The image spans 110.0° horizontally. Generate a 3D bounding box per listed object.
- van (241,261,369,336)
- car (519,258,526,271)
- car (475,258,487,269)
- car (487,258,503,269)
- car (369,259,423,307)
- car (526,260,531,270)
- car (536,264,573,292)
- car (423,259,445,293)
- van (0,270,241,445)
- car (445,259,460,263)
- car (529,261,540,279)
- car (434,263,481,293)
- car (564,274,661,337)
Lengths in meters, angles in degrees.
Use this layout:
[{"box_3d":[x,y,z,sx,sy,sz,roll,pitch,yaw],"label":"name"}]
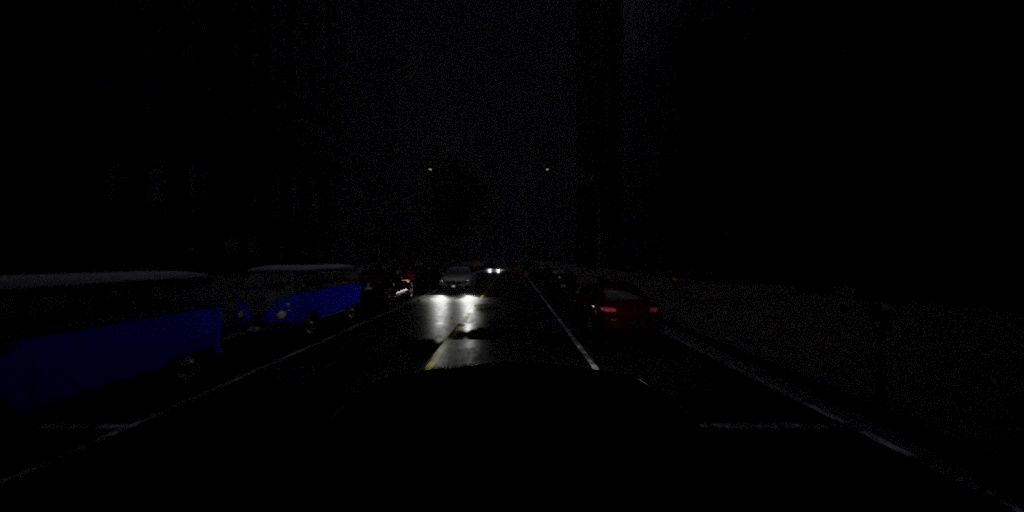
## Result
[{"box_3d":[-5.762,1.116,10.112,1.690,1.789,3.998,0,0,0],"label":"van"},{"box_3d":[2.358,1.405,50.920,1.837,1.490,4.892,0,0,0],"label":"car"},{"box_3d":[-5.758,1.462,61.038,1.751,1.417,4.829,0,0,0],"label":"car"},{"box_3d":[-3.031,1.541,62.346,1.895,1.301,4.718,0,0,1],"label":"car"},{"box_3d":[-5.762,1.106,15.790,2.192,1.841,5.009,0,0,0],"label":"car"},{"box_3d":[2.765,1.386,38.676,1.751,1.417,4.829,0,0,0],"label":"car"},{"box_3d":[2.764,1.359,21.473,2.007,1.370,4.403,0,0,0],"label":"car"},{"box_3d":[-5.761,1.123,21.467,2.192,1.841,5.009,0,0,0],"label":"car"},{"box_3d":[-5.762,1.099,4.435,1.690,1.789,3.998,0,0,0],"label":"van"},{"box_3d":[-5.760,1.157,32.822,2.192,1.841,5.009,0,0,0],"label":"car"},{"box_3d":[2.765,1.424,32.828,1.802,1.307,4.207,0,0,0],"label":"car"},{"box_3d":[-3.099,1.333,21.310,1.812,1.442,4.674,0,0,0],"label":"car"},{"box_3d":[2.763,1.357,10.118,1.802,1.307,4.207,0,0,0],"label":"car"}]
